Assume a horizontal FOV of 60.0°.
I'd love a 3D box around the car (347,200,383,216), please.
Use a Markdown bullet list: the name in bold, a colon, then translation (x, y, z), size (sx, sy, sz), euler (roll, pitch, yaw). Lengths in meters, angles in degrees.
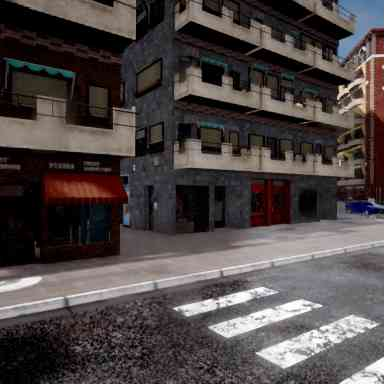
- **car**: translation (17.978, 1.640, 34.406), size (1.882, 1.535, 5.008), euler (0, 0, -3)
